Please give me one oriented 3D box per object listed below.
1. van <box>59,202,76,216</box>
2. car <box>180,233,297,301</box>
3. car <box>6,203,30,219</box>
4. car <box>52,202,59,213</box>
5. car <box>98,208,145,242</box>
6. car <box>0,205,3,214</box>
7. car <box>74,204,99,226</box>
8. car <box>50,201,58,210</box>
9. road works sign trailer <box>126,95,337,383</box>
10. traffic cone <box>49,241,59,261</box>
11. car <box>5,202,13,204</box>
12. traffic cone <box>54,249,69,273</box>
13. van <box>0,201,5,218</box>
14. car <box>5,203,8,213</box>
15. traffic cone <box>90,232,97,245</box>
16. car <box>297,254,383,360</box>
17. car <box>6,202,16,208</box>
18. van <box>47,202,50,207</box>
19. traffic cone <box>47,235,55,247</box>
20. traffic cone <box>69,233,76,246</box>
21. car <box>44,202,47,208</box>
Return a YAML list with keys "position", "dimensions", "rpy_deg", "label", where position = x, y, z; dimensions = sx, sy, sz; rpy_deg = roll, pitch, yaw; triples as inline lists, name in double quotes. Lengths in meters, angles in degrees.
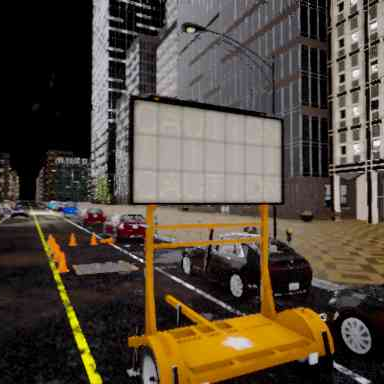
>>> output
- position: [-16.140, 2.266, 43.810]
  dimensions: [1.690, 1.788, 3.998]
  rpy_deg: [2, -2, -26]
  label: "van"
- position: [1.154, 1.766, 8.869]
  dimensions: [2.008, 1.369, 4.403]
  rpy_deg: [2, -2, -26]
  label: "car"
- position: [-20.035, 2.335, 38.710]
  dimensions: [2.033, 1.411, 5.357]
  rpy_deg: [1, -1, -26]
  label: "car"
- position: [-21.086, 2.710, 53.782]
  dimensions: [1.802, 1.307, 4.206]
  rpy_deg: [2, -2, -26]
  label: "car"
- position: [-3.787, 1.857, 18.853]
  dimensions: [1.967, 1.590, 4.097]
  rpy_deg: [2, -2, -26]
  label: "car"
- position: [-18.712, 2.147, 30.106]
  dimensions: [2.008, 1.369, 4.403]
  rpy_deg: [2, -2, -26]
  label: "car"
- position: [-8.729, 2.059, 28.835]
  dimensions: [1.967, 1.590, 4.097]
  rpy_deg: [2, -2, -26]
  label: "car"
- position: [-23.631, 2.759, 58.927]
  dimensions: [1.752, 1.417, 4.829]
  rpy_deg: [2, -2, -26]
  label: "car"
- position: [0.203, 0.580, 4.734]
  dimensions: [2.380, 3.560, 2.880]
  rpy_deg: [1, -1, -27]
  label: "road works sign trailer"
- position: [-4.933, 2.214, 12.189]
  dimensions: [0.340, 0.580, 0.340]
  rpy_deg: [1, -1, -26]
  label: "traffic cone"
- position: [-28.596, 2.554, 50.068]
  dimensions: [2.008, 1.369, 4.403]
  rpy_deg: [2, -2, -26]
  label: "car"
- position: [-4.046, 2.178, 10.397]
  dimensions: [0.340, 0.580, 0.340]
  rpy_deg: [1, -1, -26]
  label: "traffic cone"
- position: [-21.180, 2.040, 35.104]
  dimensions: [1.690, 1.788, 3.998]
  rpy_deg: [2, -2, -26]
  label: "van"
- position: [-23.578, 2.322, 39.937]
  dimensions: [1.752, 1.417, 4.829]
  rpy_deg: [2, -2, -26]
  label: "car"
- position: [-4.916, 2.316, 16.660]
  dimensions: [0.340, 0.580, 0.340]
  rpy_deg: [1, -1, -26]
  label: "traffic cone"
- position: [3.624, 1.665, 3.880]
  dimensions: [2.008, 1.369, 4.403]
  rpy_deg: [2, -2, -26]
  label: "car"
- position: [-43.423, 3.164, 80.011]
  dimensions: [1.887, 1.381, 4.507]
  rpy_deg: [2, -2, -26]
  label: "car"
- position: [-28.495, 2.776, 68.762]
  dimensions: [1.690, 1.788, 3.998]
  rpy_deg: [2, -2, -26]
  label: "van"
- position: [-5.821, 2.250, 13.981]
  dimensions: [0.340, 0.580, 0.340]
  rpy_deg: [1, -1, -26]
  label: "traffic cone"
- position: [-5.812, 2.301, 16.217]
  dimensions: [0.340, 0.580, 0.340]
  rpy_deg: [1, -1, -26]
  label: "traffic cone"
- position: [-35.987, 3.272, 83.879]
  dimensions: [1.752, 1.417, 4.829]
  rpy_deg: [2, -2, -26]
  label: "car"
